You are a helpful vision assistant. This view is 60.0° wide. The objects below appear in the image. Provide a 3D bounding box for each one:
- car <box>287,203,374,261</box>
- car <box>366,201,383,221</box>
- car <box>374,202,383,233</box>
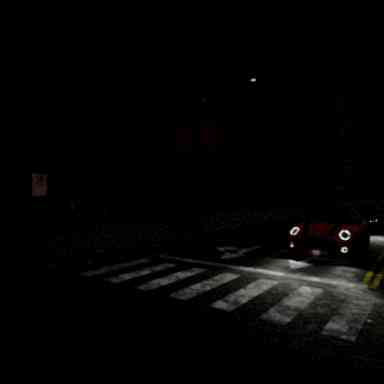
[{"bbox_3d":[5.200,1.336,12.397,2.097,1.767,4.553,0,0,35],"label":"car"},{"bbox_3d":[16.082,1.557,28.066,1.994,1.385,4.181,0,0,35],"label":"car"},{"bbox_3d":[10.361,1.492,19.834,1.837,1.490,4.892,0,0,35],"label":"car"}]
